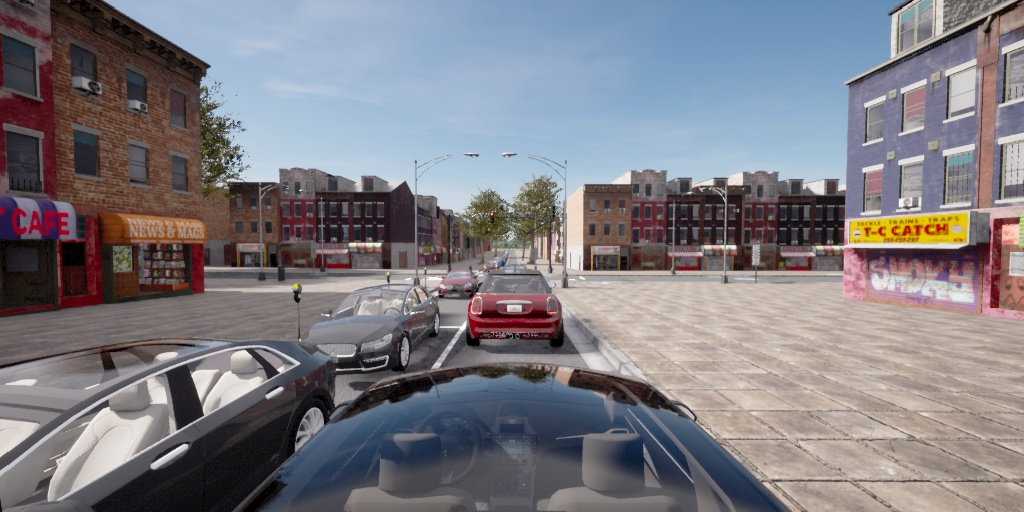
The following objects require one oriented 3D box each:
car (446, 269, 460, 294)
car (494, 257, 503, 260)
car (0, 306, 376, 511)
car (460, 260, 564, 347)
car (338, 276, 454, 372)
[{"bbox_3d":[-2.611,1.333,18.363,1.802,1.307,4.207,0,0,0],"label":"car"},{"bbox_3d":[-2.565,1.235,45.138,1.967,1.591,4.097,0,0,0],"label":"car"},{"bbox_3d":[-2.640,1.300,2.020,2.007,1.370,4.403,0,0,0],"label":"car"},{"bbox_3d":[0.111,1.100,9.512,2.097,1.767,4.553,0,0,2],"label":"car"},{"bbox_3d":[-2.630,1.298,7.469,2.007,1.370,4.403,0,0,0],"label":"car"}]
